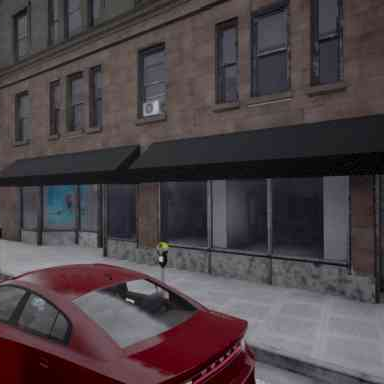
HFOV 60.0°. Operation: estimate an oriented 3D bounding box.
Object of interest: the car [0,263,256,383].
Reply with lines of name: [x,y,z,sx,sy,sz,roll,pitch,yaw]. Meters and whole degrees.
car: [-1.501,1.545,3.919,4.507,1.381,1.887,0,0,35]
